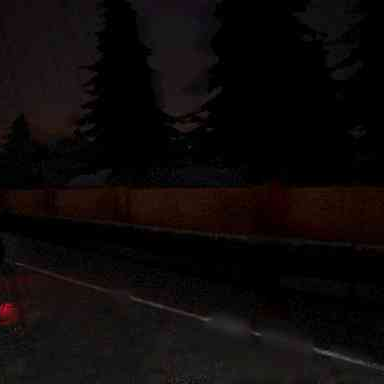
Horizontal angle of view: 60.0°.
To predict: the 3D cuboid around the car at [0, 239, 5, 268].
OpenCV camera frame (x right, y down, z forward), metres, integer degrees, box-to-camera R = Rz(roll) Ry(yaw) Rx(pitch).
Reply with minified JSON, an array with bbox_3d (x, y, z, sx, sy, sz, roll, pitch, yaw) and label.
[{"bbox_3d":[-7.221,1.533,9.907,4.674,1.442,1.812,0,0,40],"label":"car"}]
